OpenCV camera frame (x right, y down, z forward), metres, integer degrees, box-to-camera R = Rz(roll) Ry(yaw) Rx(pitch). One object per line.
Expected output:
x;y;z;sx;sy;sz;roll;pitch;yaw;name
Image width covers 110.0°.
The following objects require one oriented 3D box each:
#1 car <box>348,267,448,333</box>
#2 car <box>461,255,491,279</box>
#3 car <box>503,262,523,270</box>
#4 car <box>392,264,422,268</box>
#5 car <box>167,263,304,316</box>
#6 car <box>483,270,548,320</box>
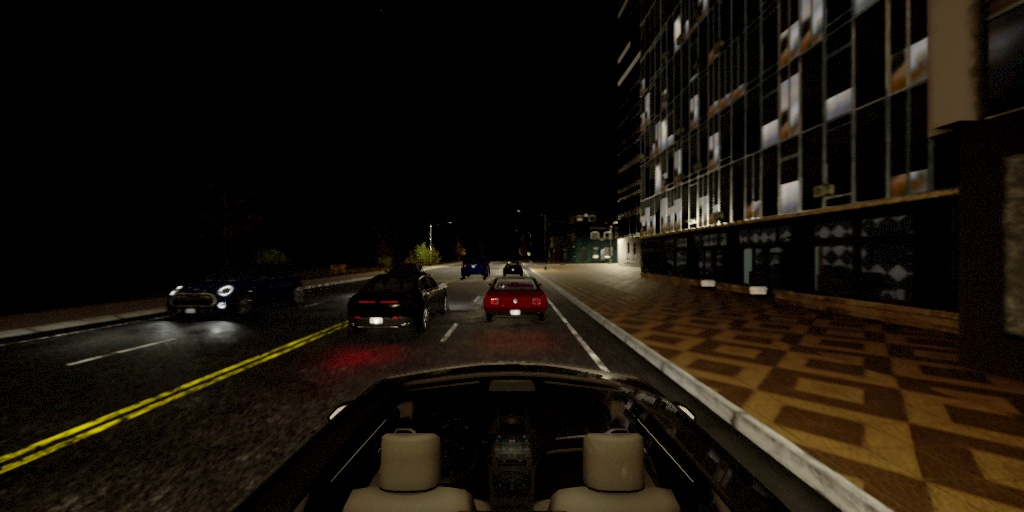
-3.148;1.247;10.738;1.837;1.490;4.892;0;0;0;car
-3.149;0.944;31.763;2.150;2.045;5.566;0;0;0;car
0.103;1.282;36.323;1.994;1.385;4.181;0;0;0;car
-6.590;1.236;22.202;1.837;1.490;4.892;0;0;0;car
-9.847;1.092;13.231;2.097;1.767;4.553;0;0;0;car
0.101;1.341;12.583;1.895;1.301;4.718;0;0;0;car
